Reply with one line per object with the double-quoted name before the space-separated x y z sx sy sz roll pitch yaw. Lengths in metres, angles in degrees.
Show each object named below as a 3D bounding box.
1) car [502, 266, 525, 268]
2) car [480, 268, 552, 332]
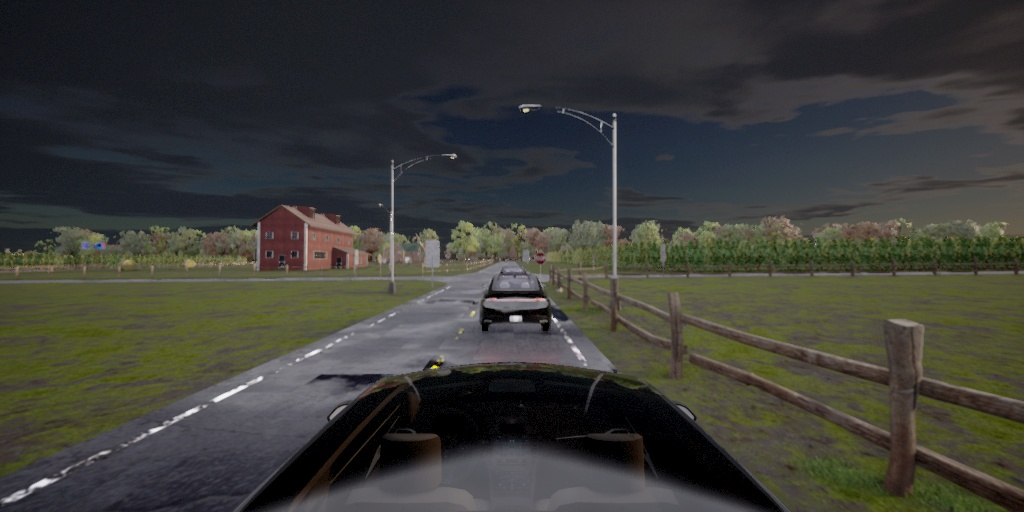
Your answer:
"car" 0.077 1.311 21.154 2.128 1.511 4.902 0 0 0
"car" 0.090 1.275 10.924 2.128 1.511 4.902 0 0 0
